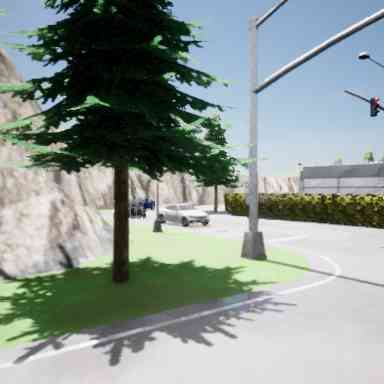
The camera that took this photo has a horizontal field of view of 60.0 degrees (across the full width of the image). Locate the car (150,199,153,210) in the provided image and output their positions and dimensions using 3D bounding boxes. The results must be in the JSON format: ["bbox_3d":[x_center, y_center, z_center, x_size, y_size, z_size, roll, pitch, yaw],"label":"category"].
[{"bbox_3d":[-6.354,1.473,40.968,1.882,1.535,5.008,0,0,28],"label":"car"}]

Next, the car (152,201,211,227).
[{"bbox_3d":[-0.654,1.526,23.104,1.812,1.442,4.674,0,0,-35],"label":"car"}]

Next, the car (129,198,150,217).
[{"bbox_3d":[-5.795,1.501,30.720,1.837,1.490,4.892,0,0,-27],"label":"car"}]
